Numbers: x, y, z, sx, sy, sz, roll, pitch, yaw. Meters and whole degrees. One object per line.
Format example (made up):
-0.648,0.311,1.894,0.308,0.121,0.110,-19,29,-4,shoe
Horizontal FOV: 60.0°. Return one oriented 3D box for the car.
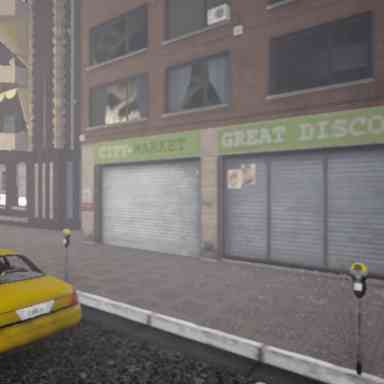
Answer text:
-3.904,1.492,5.667,4.829,1.417,1.752,0,0,36,car
